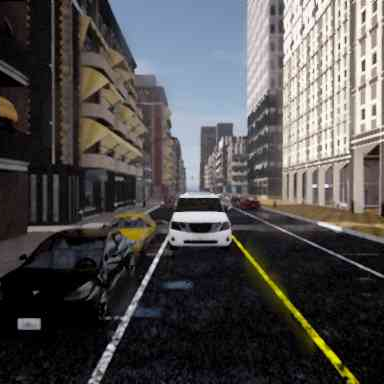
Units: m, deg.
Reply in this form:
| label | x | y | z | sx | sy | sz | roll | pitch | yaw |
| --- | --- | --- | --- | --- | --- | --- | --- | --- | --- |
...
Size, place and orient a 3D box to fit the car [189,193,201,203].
| label | x | y | z | sx | sy | sz | roll | pitch | yaw |
| --- | --- | --- | --- | --- | --- | --- | --- | --- | --- |
| car | 0.485 | 0.954 | 52.862 | 1.837 | 1.490 | 4.892 | 0 | 1 | 0 |

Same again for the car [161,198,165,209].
| label | x | y | z | sx | sy | sz | roll | pitch | yaw |
| --- | --- | --- | --- | --- | --- | --- | --- | --- | --- |
| car | -2.249 | 1.068 | 35.164 | 1.967 | 1.590 | 4.097 | 0 | 1 | 0 |

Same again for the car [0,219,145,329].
| label | x | y | z | sx | sy | sz | roll | pitch | yaw |
| --- | --- | --- | --- | --- | --- | --- | --- | --- | --- |
| car | -2.318 | 1.488 | 6.924 | 1.947 | 1.339 | 4.313 | 0 | 1 | 0 |

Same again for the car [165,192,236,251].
| label | x | y | z | sx | sy | sz | roll | pitch | yaw |
| --- | --- | --- | --- | --- | --- | --- | --- | --- | --- |
| car | 0.290 | 1.065 | 13.662 | 2.150 | 2.045 | 5.566 | 0 | 2 | 0 |

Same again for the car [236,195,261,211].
| label | x | y | z | sx | sy | sz | roll | pitch | yaw |
| --- | --- | --- | --- | --- | --- | --- | --- | --- | --- |
| car | 6.131 | 1.178 | 35.144 | 1.887 | 1.381 | 4.507 | 0 | 1 | 0 |

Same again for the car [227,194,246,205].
| label | x | y | z | sx | sy | sz | roll | pitch | yaw |
| --- | --- | --- | --- | --- | --- | --- | --- | --- | --- |
| car | 6.159 | 1.068 | 46.441 | 2.008 | 1.369 | 4.403 | 0 | 1 | 0 |

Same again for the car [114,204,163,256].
| label | x | y | z | sx | sy | sz | roll | pitch | yaw |
| --- | --- | --- | --- | --- | --- | --- | --- | --- | --- |
| car | -2.305 | 1.390 | 12.402 | 1.752 | 1.417 | 4.829 | 0 | 1 | 0 |

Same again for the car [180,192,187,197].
| label | x | y | z | sx | sy | sz | roll | pitch | yaw |
| --- | --- | --- | --- | --- | --- | --- | --- | --- | --- |
| car | -2.171 | 0.687 | 87.620 | 1.802 | 1.307 | 4.206 | 0 | 1 | 0 |

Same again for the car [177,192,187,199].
| label | x | y | z | sx | sy | sz | roll | pitch | yaw |
| --- | --- | --- | --- | --- | --- | --- | --- | --- | --- |
| car | -2.152 | 0.782 | 74.703 | 2.008 | 1.369 | 4.403 | 0 | 1 | 0 |

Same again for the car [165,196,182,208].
| label | x | y | z | sx | sy | sz | roll | pitch | yaw |
| --- | --- | --- | --- | --- | --- | --- | --- | --- | --- |
| car | -2.235 | 1.151 | 40.814 | 1.802 | 1.307 | 4.206 | 0 | 1 | 0 |

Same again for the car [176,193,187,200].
| label | x | y | z | sx | sy | sz | roll | pitch | yaw |
| --- | --- | --- | --- | --- | --- | --- | --- | --- | --- |
| car | -2.167 | 0.837 | 69.055 | 2.008 | 1.369 | 4.403 | 0 | 1 | 0 |
